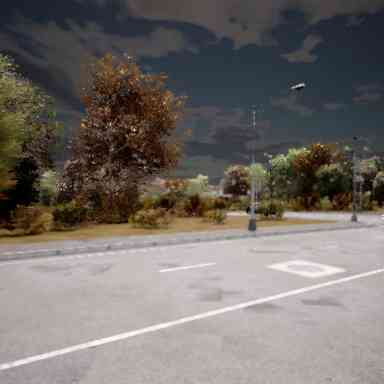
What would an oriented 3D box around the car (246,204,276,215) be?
[{"bbox_3d":[9.082,2.338,43.049,2.128,1.511,4.902,1,-2,-32],"label":"car"}]
